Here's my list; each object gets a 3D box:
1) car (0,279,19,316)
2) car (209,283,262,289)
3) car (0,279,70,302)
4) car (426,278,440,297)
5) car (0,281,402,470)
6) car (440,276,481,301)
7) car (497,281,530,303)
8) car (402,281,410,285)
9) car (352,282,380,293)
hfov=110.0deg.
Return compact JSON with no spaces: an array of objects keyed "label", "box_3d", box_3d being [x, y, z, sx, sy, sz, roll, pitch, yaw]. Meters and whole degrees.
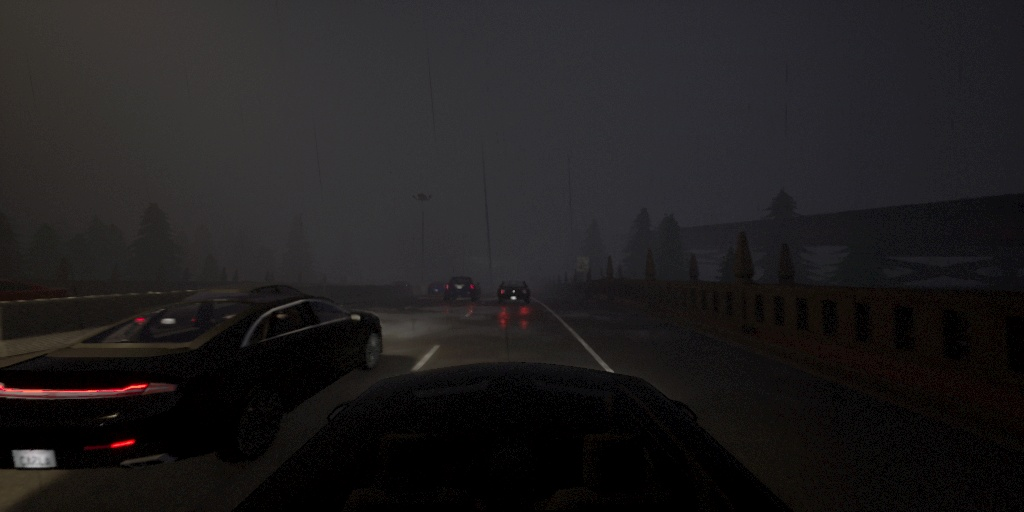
[{"label":"car","box_3d":[-21.101,1.540,11.903,2.033,1.411,5.357,0,-2,0]},{"label":"car","box_3d":[-6.903,1.448,9.707,2.033,1.411,5.357,0,-2,0]},{"label":"car","box_3d":[-17.601,1.447,11.325,1.882,1.535,5.008,0,-2,0]},{"label":"car","box_3d":[-6.905,3.184,35.180,1.882,1.535,5.008,0,-5,0]},{"label":"car","box_3d":[-3.401,1.273,4.984,2.128,1.511,4.902,0,-1,0]},{"label":"car","box_3d":[-3.403,2.243,25.402,2.097,1.767,4.553,0,-5,0]},{"label":"car","box_3d":[0.097,2.256,22.570,1.895,1.301,4.718,0,-5,0]},{"label":"car","box_3d":[-14.085,3.846,44.719,2.097,1.767,4.553,0,-5,0]},{"label":"car","box_3d":[-21.068,4.566,51.893,1.882,1.535,5.008,0,-5,0]}]
